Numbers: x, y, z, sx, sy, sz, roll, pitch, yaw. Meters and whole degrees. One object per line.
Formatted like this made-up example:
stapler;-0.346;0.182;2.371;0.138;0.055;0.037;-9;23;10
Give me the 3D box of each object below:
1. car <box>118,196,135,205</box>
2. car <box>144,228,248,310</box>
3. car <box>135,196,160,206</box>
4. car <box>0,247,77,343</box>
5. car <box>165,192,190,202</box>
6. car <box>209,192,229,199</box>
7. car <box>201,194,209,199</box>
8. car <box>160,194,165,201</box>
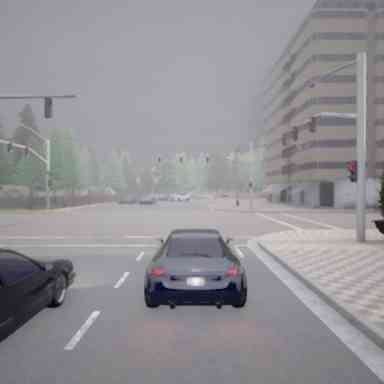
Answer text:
car;-10.121;1.342;52.859;2.033;1.411;5.357;0;0;5
car;0.071;1.533;7.853;1.994;1.385;4.181;0;0;0
car;-6.736;1.281;50.738;1.882;1.535;5.008;0;1;5
car;-3.439;1.528;4.810;2.033;1.411;5.357;0;0;0
car;-2.524;0.962;66.490;2.150;2.045;5.566;0;0;28
car;7.061;0.665;78.607;4.553;1.767;2.097;0;0;-41
car;4.282;1.185;80.832;4.674;1.442;1.812;0;0;-41
car;-5.292;1.089;68.719;2.097;1.767;4.553;0;0;27
